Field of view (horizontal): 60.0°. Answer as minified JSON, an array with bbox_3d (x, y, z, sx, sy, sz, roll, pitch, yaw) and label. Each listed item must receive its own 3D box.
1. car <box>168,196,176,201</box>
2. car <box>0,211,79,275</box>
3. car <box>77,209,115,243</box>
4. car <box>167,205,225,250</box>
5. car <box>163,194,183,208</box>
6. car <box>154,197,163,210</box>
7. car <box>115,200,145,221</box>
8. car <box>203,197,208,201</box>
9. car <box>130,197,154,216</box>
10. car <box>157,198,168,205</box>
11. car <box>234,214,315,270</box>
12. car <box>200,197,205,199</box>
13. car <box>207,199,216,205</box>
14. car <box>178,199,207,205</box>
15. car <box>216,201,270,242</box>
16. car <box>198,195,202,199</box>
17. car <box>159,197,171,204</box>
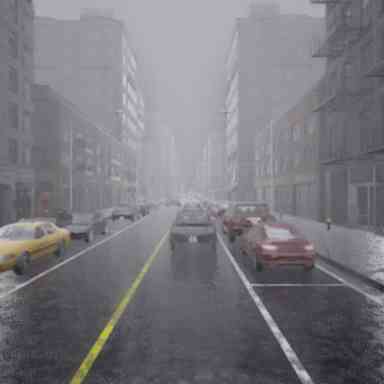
[{"bbox_3d":[-5.525,1.805,94.476,2.008,1.369,4.403,0,0,0],"label":"car"},{"bbox_3d":[-5.400,1.559,10.613,1.752,1.417,4.829,0,0,0],"label":"car"},{"bbox_3d":[-5.408,1.616,16.465,1.947,1.339,4.313,0,0,0],"label":"car"},{"bbox_3d":[0.053,1.537,14.498,2.128,1.511,4.902,0,0,0],"label":"car"},{"bbox_3d":[-2.904,1.368,51.840,2.150,2.045,5.566,0,0,0],"label":"car"},{"bbox_3d":[-5.450,1.568,44.873,1.967,1.590,4.097,0,0,0],"label":"car"},{"bbox_3d":[-5.425,1.647,27.828,1.947,1.339,4.313,0,0,0],"label":"car"},{"bbox_3d":[2.583,1.664,39.207,2.008,1.369,4.403,0,0,0],"label":"car"},{"bbox_3d":[-5.433,1.411,33.510,2.192,1.841,5.009,0,0,0],"label":"car"},{"bbox_3d":[-5.475,1.755,61.918,1.802,1.307,4.206,0,0,0],"label":"car"},{"bbox_3d":[2.625,1.617,10.801,1.802,1.307,4.206,0,0,0],"label":"car"},{"bbox_3d":[2.567,1.710,50.569,1.947,1.339,4.313,0,0,0],"label":"car"},{"bbox_3d":[2.600,1.522,27.845,1.967,1.590,4.097,0,0,0],"label":"car"},{"bbox_3d":[0.034,1.651,30.037,1.994,1.385,4.181,0,0,0],"label":"car"},{"bbox_3d":[2.617,1.365,16.483,2.192,1.841,5.009,0,0,0],"label":"car"},{"bbox_3d":[2.550,1.700,62.102,1.752,1.417,4.829,0,0,0],"label":"car"},{"bbox_3d":[-5.483,1.739,67.600,2.008,1.369,4.403,0,0,0],"label":"car"}]
